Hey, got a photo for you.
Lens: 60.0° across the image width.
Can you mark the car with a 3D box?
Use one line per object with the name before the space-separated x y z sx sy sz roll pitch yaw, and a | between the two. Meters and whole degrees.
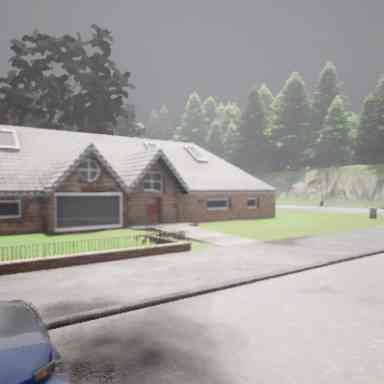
car | -3.629 1.556 2.023 5.357 1.411 2.033 0 0 -35
